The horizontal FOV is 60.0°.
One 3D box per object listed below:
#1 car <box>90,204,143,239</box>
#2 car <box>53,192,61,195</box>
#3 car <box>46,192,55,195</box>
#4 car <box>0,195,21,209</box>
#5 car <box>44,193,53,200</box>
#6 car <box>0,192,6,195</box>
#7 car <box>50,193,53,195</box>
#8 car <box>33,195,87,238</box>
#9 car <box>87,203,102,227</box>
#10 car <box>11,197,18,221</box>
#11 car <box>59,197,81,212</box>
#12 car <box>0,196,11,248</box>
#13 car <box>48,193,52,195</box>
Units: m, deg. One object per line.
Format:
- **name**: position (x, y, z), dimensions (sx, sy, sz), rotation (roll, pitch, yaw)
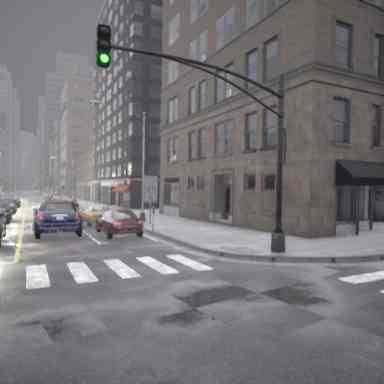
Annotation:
- **car**: position (-3.651, 1.487, 16.547), dimensions (1.802, 1.307, 4.206), rotation (0, 0, -26)
- **car**: position (-15.899, 1.164, 41.520), dimensions (1.967, 1.590, 4.097), rotation (0, 0, -26)
- **car**: position (-23.248, 0.940, 56.505), dimensions (2.192, 1.841, 5.009), rotation (0, 0, -26)
- **car**: position (-17.043, 1.268, 30.434), dimensions (2.033, 1.411, 5.357), rotation (1, 0, -26)
- **car**: position (-33.121, 1.007, 76.642), dimensions (1.752, 1.417, 4.829), rotation (0, 0, -26)
- **car**: position (-28.444, 0.882, 47.741), dimensions (2.192, 1.841, 5.009), rotation (0, 0, -26)
- **car**: position (-18.349, 1.235, 46.517), dimensions (1.887, 1.381, 4.507), rotation (0, 0, -26)
- **car**: position (-6.984, 1.214, 17.110), dimensions (2.097, 1.767, 4.553), rotation (1, 0, -26)
- **car**: position (-6.175, 1.391, 21.694), dimensions (1.752, 1.417, 4.829), rotation (0, 0, -26)
- **car**: position (-12.726, 1.276, 21.563), dimensions (2.128, 1.511, 4.902), rotation (1, 0, -26)
- **car**: position (-13.449, 1.303, 36.526), dimensions (1.887, 1.381, 4.507), rotation (0, 0, -26)
- **car**: position (-8.709, 1.198, 13.361), dimensions (2.097, 1.767, 4.553), rotation (1, 0, -26)
- **car**: position (-20.798, 1.209, 51.512), dimensions (2.008, 1.369, 4.403), rotation (0, 0, -26)
